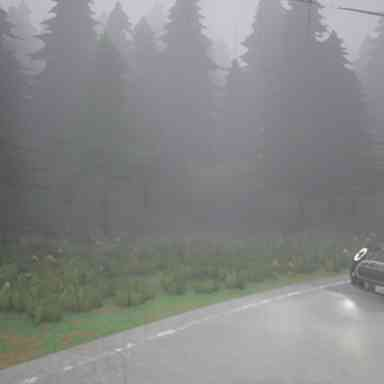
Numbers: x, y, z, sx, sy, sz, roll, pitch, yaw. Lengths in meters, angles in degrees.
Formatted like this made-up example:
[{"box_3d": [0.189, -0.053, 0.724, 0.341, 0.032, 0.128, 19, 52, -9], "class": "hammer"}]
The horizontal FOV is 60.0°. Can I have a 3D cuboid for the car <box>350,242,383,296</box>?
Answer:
[{"box_3d": [5.966, 1.463, 7.858, 4.553, 1.767, 2.097, 1, -1, -26], "class": "car"}]
